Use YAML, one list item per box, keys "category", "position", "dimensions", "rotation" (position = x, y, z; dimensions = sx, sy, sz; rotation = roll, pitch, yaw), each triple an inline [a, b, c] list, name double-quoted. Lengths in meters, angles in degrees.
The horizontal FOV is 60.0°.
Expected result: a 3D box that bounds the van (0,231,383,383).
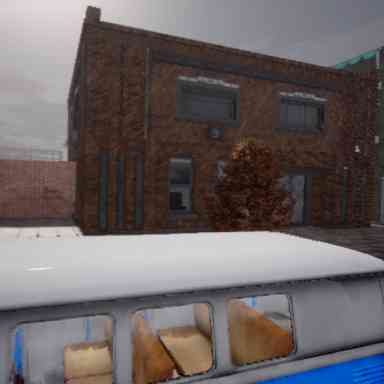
- category: "van"
  position: [-0.451, 1.222, 2.284]
  dimensions: [3.998, 1.788, 1.690]
  rotation: [1, 2, -23]
